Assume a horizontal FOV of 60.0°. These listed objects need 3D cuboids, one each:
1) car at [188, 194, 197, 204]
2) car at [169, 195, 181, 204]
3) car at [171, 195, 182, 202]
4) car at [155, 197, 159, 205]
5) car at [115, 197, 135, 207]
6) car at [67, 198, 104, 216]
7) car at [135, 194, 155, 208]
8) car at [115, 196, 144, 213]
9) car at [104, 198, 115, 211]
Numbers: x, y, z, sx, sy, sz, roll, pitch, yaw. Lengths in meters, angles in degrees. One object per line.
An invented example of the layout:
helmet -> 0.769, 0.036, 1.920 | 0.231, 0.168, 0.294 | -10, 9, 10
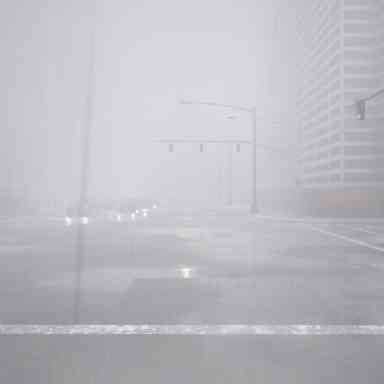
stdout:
car -> 0.093, 1.547, 64.122 | 2.033, 1.411, 5.357 | 0, 0, 0
car -> -3.407, 1.491, 64.127 | 2.128, 1.511, 4.902 | 0, 0, 0
car -> -3.392, 1.354, 74.412 | 2.128, 1.511, 4.902 | 0, 0, 0
car -> -6.995, 1.601, 58.542 | 1.895, 1.301, 4.718 | 0, 0, 0
car -> -10.519, 1.547, 52.599 | 2.033, 1.411, 5.357 | 0, 0, 0
car -> -10.590, 1.352, 32.752 | 2.097, 1.767, 4.553 | 0, 0, 1
car -> -7.027, 1.491, 48.218 | 2.128, 1.511, 4.902 | 0, 0, 0
car -> -7.045, 1.505, 37.868 | 1.837, 1.490, 4.892 | 0, 0, 0
car -> -10.537, 1.478, 41.884 | 1.882, 1.535, 5.008 | 0, 0, 0
